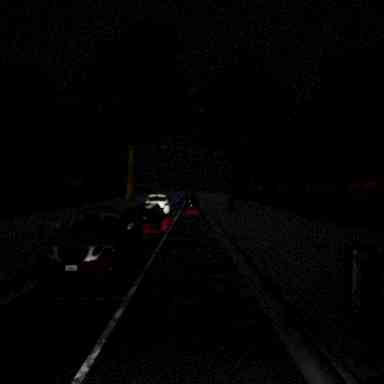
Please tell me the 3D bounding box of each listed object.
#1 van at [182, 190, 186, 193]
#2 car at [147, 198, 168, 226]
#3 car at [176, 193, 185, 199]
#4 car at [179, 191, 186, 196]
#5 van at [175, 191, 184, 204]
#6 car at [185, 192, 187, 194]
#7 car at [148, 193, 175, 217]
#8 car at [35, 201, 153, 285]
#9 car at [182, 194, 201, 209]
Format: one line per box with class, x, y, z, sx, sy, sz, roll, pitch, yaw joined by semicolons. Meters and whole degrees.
van;-2.654;0.879;65.253;1.690;1.788;3.998;1;1;0
car;-3.025;1.489;23.774;1.882;1.535;5.008;0;0;0
car;-2.658;0.878;76.340;1.802;1.307;4.206;1;1;0
car;-2.667;0.515;92.954;1.802;1.307;4.206;1;1;0
van;-2.654;1.073;54.164;1.690;1.788;3.998;0;1;0
car;0.005;1.146;59.528;1.837;1.490;4.892;0;-1;1
car;-2.994;1.201;30.802;2.150;2.045;5.566;0;0;0
car;-2.652;1.358;9.803;2.192;1.841;5.009;-1;0;0
car;0.012;1.377;43.120;1.837;1.490;4.892;0;0;1
